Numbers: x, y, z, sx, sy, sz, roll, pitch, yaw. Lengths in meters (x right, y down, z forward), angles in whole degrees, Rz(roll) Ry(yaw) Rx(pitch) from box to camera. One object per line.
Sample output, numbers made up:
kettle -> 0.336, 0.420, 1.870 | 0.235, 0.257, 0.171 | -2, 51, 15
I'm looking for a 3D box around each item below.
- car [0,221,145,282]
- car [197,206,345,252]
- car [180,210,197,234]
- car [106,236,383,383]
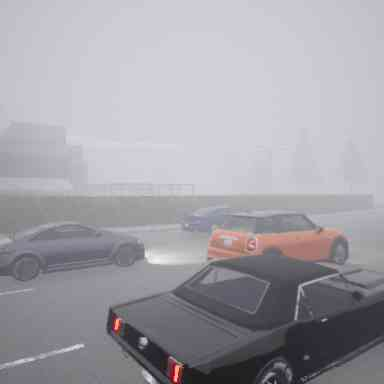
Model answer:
car -> -3.525, 1.564, 9.830 | 4.181, 1.385, 1.994 | 0, 0, -35
car -> 2.674, 1.352, 9.953 | 4.553, 1.767, 2.097 | 0, 0, -36
car -> 1.741, 1.477, 17.885 | 5.008, 1.535, 1.882 | 0, 0, -35
car -> 1.364, 1.601, 4.718 | 4.718, 1.301, 1.895 | 0, 0, -35
